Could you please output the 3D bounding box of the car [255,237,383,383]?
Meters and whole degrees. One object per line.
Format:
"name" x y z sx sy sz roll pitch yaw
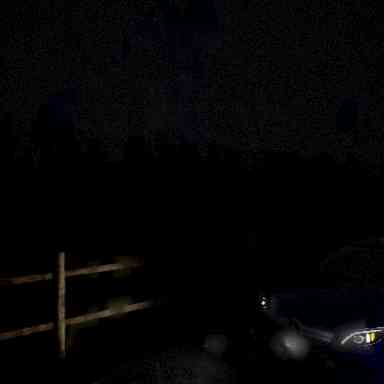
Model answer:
"car" 3.067 1.499 5.257 4.674 1.442 1.812 0 0 -35
